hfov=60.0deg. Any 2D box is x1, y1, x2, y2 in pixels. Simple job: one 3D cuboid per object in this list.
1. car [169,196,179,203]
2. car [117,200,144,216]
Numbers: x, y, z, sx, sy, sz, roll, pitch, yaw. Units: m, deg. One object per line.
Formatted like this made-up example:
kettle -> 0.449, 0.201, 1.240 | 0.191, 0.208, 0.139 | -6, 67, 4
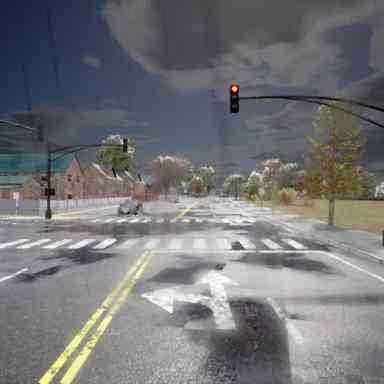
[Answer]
car -> -3.827, 1.660, 71.100 | 2.128, 1.511, 4.902 | 0, 0, 4
car -> -5.953, 1.539, 32.553 | 2.128, 1.511, 4.902 | 0, 0, 2
